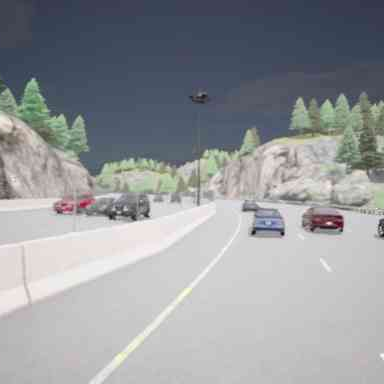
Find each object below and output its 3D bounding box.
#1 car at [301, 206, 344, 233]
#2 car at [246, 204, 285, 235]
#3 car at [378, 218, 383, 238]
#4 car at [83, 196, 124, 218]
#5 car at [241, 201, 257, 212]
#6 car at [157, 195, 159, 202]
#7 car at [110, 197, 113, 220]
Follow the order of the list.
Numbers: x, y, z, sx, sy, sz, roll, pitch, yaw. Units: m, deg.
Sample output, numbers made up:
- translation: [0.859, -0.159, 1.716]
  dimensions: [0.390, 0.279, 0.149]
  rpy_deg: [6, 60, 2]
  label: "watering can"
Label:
- translation: [8.358, 1.672, 21.612]
  dimensions: [1.882, 1.535, 5.008]
  rpy_deg: [1, 0, 10]
  label: "car"
- translation: [4.467, 1.673, 19.791]
  dimensions: [2.033, 1.411, 5.357]
  rpy_deg: [1, 0, 11]
  label: "car"
- translation: [10.902, 1.574, 16.332]
  dimensions: [2.097, 1.767, 4.553]
  rpy_deg: [1, 0, 12]
  label: "car"
- translation: [-8.069, 1.302, 30.873]
  dimensions: [2.097, 1.767, 4.553]
  rpy_deg: [1, 0, 8]
  label: "car"
- translation: [7.382, 1.797, 42.701]
  dimensions: [1.994, 1.385, 4.181]
  rpy_deg: [1, 0, 4]
  label: "car"
- translation: [-7.133, 1.417, 71.967]
  dimensions: [2.097, 1.767, 4.553]
  rpy_deg: [1, 0, -5]
  label: "car"
- translation: [-5.019, 1.215, 27.481]
  dimensions: [2.150, 2.045, 5.566]
  rpy_deg: [1, -1, 9]
  label: "car"
